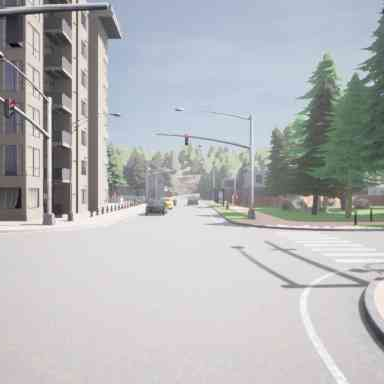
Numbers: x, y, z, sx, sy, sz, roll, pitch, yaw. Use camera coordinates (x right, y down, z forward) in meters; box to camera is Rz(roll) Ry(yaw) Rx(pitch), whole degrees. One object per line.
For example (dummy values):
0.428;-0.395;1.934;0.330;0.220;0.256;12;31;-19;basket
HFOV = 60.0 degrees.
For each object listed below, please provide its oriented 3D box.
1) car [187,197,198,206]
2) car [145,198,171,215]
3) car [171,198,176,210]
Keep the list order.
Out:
0.140;1.547;55.665;2.033;1.411;5.357;0;0;0;car
-3.517;1.478;33.480;1.882;1.535;5.008;0;0;0;car
-3.483;1.478;43.441;1.882;1.535;5.008;0;0;0;car
